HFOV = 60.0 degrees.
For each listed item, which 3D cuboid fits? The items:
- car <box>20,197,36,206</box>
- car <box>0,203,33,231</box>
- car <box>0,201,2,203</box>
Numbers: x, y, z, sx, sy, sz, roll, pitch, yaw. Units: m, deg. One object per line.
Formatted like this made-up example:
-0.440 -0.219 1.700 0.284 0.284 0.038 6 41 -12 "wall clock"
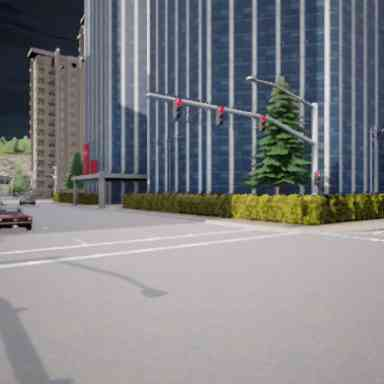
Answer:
-26.865 1.494 54.341 2.128 1.511 4.902 0 0 -36 "car"
-11.054 1.602 20.217 1.895 1.301 4.718 0 0 -36 "car"
-17.170 1.479 28.679 1.882 1.535 5.008 0 0 -36 "car"
